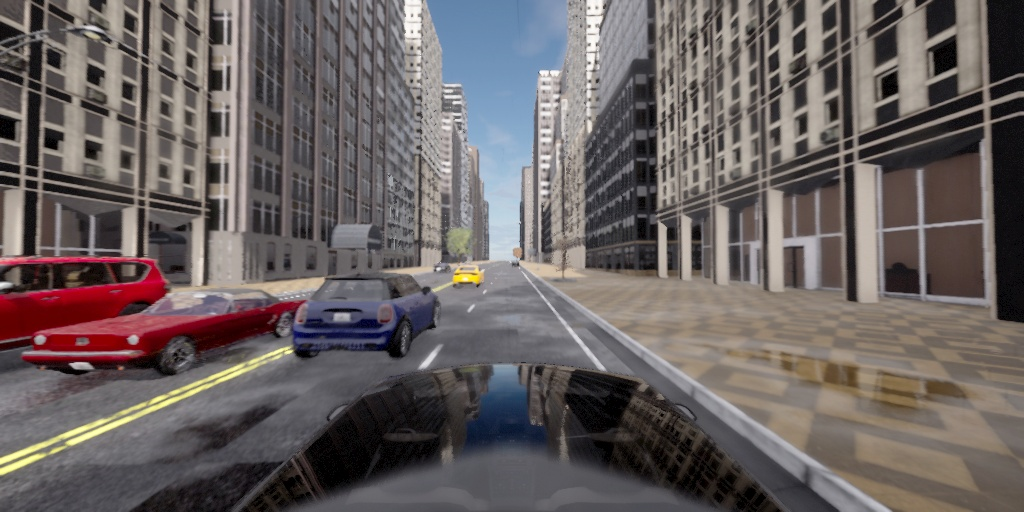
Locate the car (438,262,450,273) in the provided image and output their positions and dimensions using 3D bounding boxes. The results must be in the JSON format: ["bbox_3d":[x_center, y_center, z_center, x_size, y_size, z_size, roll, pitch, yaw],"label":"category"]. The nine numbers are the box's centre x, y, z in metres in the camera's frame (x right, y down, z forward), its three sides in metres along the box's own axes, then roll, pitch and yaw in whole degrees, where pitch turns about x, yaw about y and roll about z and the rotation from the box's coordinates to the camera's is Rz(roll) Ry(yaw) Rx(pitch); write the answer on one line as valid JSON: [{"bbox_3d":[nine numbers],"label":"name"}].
[{"bbox_3d":[-9.835,1.639,50.565,2.128,1.511,4.902,0,0,0],"label":"car"}]

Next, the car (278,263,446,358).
[{"bbox_3d":[-3.155,1.161,8.782,2.097,1.767,4.553,0,0,0],"label":"car"}]

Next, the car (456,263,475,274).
[{"bbox_3d":[-6.580,1.701,51.222,2.033,1.411,5.357,0,0,1],"label":"car"}]

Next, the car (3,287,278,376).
[{"bbox_3d":[-6.604,1.399,7.710,1.895,1.301,4.718,0,0,0],"label":"car"}]

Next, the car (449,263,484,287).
[{"bbox_3d":[-3.165,1.433,26.845,1.882,1.535,5.008,0,0,0],"label":"car"}]

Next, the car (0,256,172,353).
[{"bbox_3d":[-9.853,1.014,6.961,2.150,2.045,5.566,0,0,0],"label":"car"}]
